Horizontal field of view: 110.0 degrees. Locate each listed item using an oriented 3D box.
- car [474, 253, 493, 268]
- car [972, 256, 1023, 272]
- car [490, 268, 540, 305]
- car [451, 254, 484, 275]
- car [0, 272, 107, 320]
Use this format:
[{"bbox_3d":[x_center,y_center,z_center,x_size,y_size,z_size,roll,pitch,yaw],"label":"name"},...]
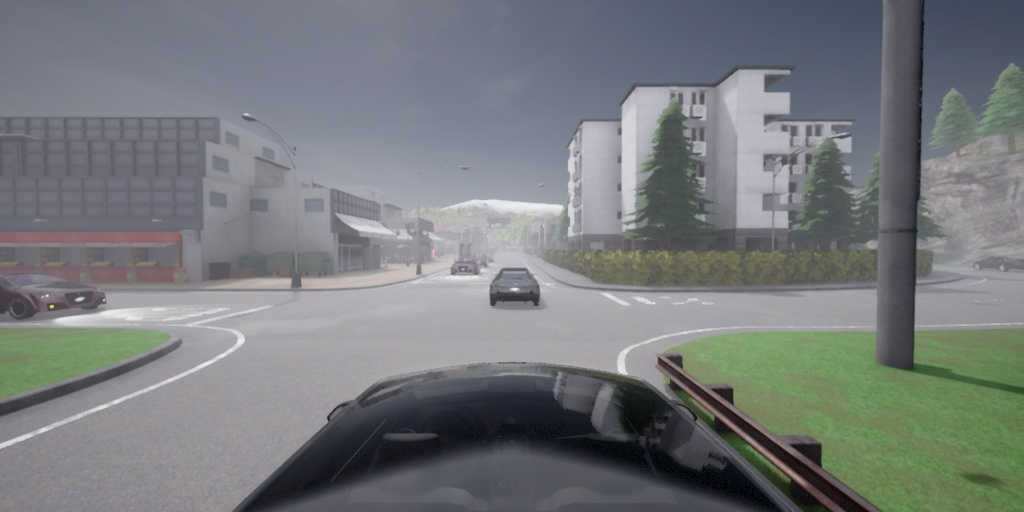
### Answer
[{"bbox_3d":[-3.592,0.452,39.162,2.128,1.511,4.902,0,1,0],"label":"car"},{"bbox_3d":[47.372,0.737,34.600,1.837,1.490,4.892,0,1,22],"label":"car"},{"bbox_3d":[0.105,1.178,15.339,1.994,1.385,4.181,0,1,0],"label":"car"},{"bbox_3d":[-3.587,0.750,28.457,1.994,1.385,4.181,0,1,1],"label":"car"},{"bbox_3d":[-16.541,1.271,12.109,4.181,1.385,1.994,0,1,1],"label":"car"}]
